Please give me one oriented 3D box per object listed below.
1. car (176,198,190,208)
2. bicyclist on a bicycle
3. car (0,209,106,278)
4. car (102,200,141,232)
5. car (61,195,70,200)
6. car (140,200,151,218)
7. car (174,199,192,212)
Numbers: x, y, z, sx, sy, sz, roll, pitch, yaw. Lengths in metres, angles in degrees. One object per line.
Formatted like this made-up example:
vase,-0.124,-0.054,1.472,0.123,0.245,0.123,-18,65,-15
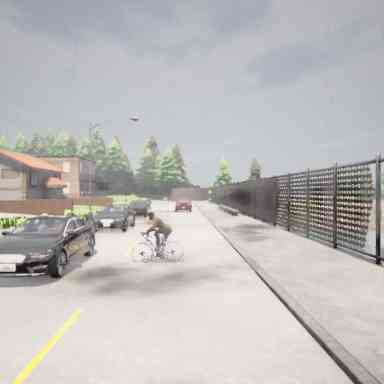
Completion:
car,-1.277,1.600,48.235,1.895,1.301,4.718,0,0,-1
bicyclist on a bicycle,-1.102,1.448,10.511,1.656,1.620,0.582,-2,0,-2
car,-4.342,1.491,10.156,2.128,1.511,4.902,0,0,-2
car,-4.617,1.491,20.190,2.128,1.511,4.902,0,0,-2
car,-18.499,1.133,45.112,3.633,1.501,1.845,0,0,-2
car,-4.885,1.477,30.667,1.882,1.535,5.008,0,0,-1
car,-0.949,1.525,38.067,1.812,1.442,4.674,0,0,-1
